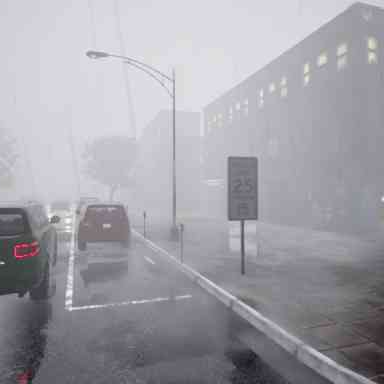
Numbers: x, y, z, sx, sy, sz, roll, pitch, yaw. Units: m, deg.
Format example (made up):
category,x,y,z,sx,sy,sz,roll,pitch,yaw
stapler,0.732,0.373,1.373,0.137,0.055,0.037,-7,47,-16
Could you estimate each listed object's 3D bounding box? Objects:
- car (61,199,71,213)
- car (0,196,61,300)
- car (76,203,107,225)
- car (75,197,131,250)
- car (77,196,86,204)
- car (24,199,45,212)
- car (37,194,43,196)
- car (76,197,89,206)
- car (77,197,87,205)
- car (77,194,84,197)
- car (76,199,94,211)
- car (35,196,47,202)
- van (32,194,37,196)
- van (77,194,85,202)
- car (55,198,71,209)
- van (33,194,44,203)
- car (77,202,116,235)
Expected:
category,x,y,z,sx,sy,sz,roll,pitch,yaw
car,-14.795,1.490,37.524,1.882,1.535,5.008,0,0,-19
car,-4.573,1.224,8.129,2.150,2.045,5.566,0,0,-19
car,-7.552,1.560,24.824,2.008,1.369,4.403,1,0,-19
car,-3.889,1.321,14.359,2.192,1.841,5.009,1,0,-19
car,-22.245,1.539,66.844,1.752,1.417,4.829,1,0,-19
car,-19.005,1.613,40.312,1.895,1.301,4.718,0,0,-19
car,-30.094,1.452,63.906,1.967,1.590,4.097,1,0,-19
car,-18.529,1.565,56.218,2.008,1.369,4.403,1,0,-19
car,-20.360,1.596,61.450,1.802,1.307,4.206,1,0,-19
car,-9.379,1.326,30.058,2.192,1.841,5.009,1,0,-19
car,-13.041,1.579,40.521,1.947,1.339,4.313,1,0,-19
car,-33.755,1.561,74.370,2.008,1.369,4.403,1,0,-19
van,-26.434,1.354,53.441,1.690,1.788,3.998,1,0,-19
van,-25.846,1.354,77.150,1.690,1.788,3.998,1,0,-19
car,-18.119,1.614,46.865,1.895,1.301,4.718,0,0,-19
van,-31.922,1.353,69.138,1.690,1.788,3.998,1,0,-19
car,-5.720,1.448,19.591,1.967,1.590,4.097,1,0,-19
